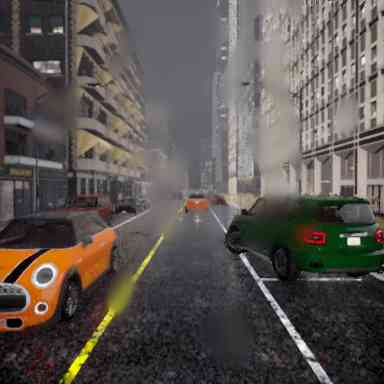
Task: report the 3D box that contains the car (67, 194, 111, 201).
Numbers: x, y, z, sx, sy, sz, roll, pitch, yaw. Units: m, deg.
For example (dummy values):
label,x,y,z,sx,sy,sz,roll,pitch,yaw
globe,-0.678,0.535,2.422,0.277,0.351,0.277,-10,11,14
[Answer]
label,x,y,z,sx,sy,sz,roll,pitch,yaw
car,-5.480,1.057,17.274,2.192,1.841,5.009,0,1,1

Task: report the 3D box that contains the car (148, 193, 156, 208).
label,x,y,z,sx,sy,sz,roll,pitch,yaw
car,-5.271,1.046,34.220,2.008,1.369,4.403,0,1,1

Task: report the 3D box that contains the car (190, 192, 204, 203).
label,x,y,z,sx,sy,sz,roll,pitch,yaw
car,0.719,0.811,50.510,2.033,1.411,5.357,0,1,1

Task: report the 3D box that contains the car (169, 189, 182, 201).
label,x,y,z,sx,sy,sz,roll,pitch,yaw
car,-2.320,0.694,56.045,1.837,1.490,4.892,0,0,1

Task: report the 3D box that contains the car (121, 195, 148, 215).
label,x,y,z,sx,sy,sz,roll,pitch,yaw
car,-5.341,1.143,28.573,1.947,1.339,4.313,0,1,1

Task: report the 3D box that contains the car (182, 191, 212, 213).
label,x,y,z,sx,sy,sz,roll,pitch,yaw
car,0.466,0.898,30.662,2.097,1.767,4.553,0,1,1

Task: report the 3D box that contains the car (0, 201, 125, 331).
label,x,y,z,sx,sy,sz,roll,pitch,yaw
car,-3.016,1.246,6.971,2.097,1.767,4.553,0,1,1

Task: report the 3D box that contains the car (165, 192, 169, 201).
label,x,y,z,sx,sy,sz,roll,pitch,yaw
car,-4.994,0.720,56.811,1.887,1.381,4.507,0,1,1

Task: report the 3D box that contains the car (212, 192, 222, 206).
label,x,y,z,sx,sy,sz,roll,pitch,yaw
car,3.177,0.998,39.765,1.802,1.307,4.206,0,1,1

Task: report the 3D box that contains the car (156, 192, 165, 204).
label,x,y,z,sx,sy,sz,roll,pitch,yaw
car,-5.135,0.861,45.345,1.752,1.417,4.829,0,1,1

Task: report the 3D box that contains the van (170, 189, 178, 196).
label,x,y,z,sx,sy,sz,roll,pitch,yaw
van,-4.648,0.123,85.046,1.690,1.788,3.998,0,1,1

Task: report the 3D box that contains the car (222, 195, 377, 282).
label,x,y,z,sx,sy,sz,roll,pitch,yaw
car,2.821,1.078,9.588,2.150,2.045,5.566,0,1,-12

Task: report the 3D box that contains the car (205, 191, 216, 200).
label,x,y,z,sx,sy,sz,roll,pitch,yaw
car,3.454,0.538,62.353,1.967,1.590,4.097,0,1,1

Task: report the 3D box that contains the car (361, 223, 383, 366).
label,x,y,z,sx,sy,sz,roll,pitch,yaw
car,3.134,1.323,1.806,2.097,1.767,4.553,0,1,1

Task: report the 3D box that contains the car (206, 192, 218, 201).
label,x,y,z,sx,sy,sz,roll,pitch,yaw
car,3.385,0.758,56.709,1.802,1.307,4.206,0,1,1
